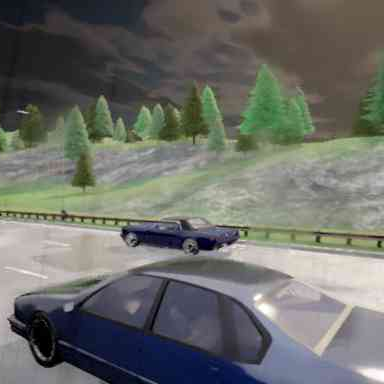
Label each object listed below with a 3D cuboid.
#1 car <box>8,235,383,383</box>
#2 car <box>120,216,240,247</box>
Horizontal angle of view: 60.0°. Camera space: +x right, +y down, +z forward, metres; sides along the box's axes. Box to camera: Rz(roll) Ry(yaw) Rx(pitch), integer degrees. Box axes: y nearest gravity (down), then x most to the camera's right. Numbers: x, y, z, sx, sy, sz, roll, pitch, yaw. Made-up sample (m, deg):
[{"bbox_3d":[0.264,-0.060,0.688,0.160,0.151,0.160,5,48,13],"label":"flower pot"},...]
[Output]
[{"bbox_3d":[-0.065,1.547,4.027,5.357,1.411,2.033,0,0,36],"label":"car"},{"bbox_3d":[-0.641,1.600,13.034,4.718,1.301,1.895,0,0,36],"label":"car"}]
